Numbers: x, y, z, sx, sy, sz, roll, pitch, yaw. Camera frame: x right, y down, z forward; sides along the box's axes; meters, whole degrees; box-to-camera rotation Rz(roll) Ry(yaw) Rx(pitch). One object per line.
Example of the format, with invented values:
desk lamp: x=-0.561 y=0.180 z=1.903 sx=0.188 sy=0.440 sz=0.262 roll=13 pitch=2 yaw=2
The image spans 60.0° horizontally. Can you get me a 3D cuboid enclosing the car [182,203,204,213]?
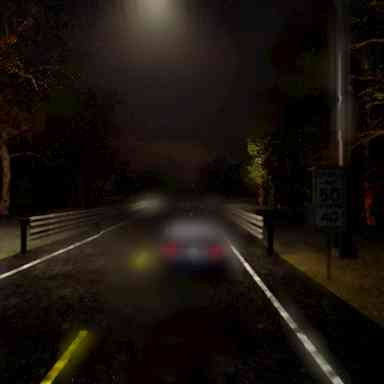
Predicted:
car: x=0.088 y=1.794 z=31.128 sx=2.128 sy=1.511 sz=4.902 roll=0 pitch=-1 yaw=0

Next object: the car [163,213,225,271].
car: x=0.065 y=1.659 z=11.326 sx=2.033 sy=1.411 sz=5.357 roll=0 pitch=-1 yaw=0
